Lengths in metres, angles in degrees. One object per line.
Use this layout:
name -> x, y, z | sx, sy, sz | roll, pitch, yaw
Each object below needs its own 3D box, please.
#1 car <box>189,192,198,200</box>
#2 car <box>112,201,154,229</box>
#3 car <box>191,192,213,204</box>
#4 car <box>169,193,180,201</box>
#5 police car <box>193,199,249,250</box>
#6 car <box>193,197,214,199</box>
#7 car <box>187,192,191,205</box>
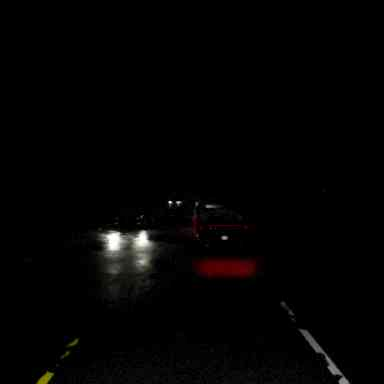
car -> 0.288, 0.791, 69.247 | 1.837, 1.490, 4.892 | 0, 0, 0
car -> -3.516, 1.299, 20.444 | 1.882, 1.535, 5.008 | 0, 0, 0
car -> 1.171, 1.094, 29.614 | 2.097, 1.767, 4.553 | 0, 0, 0
car -> -3.267, 0.973, 62.996 | 1.837, 1.490, 4.892 | 0, 1, 1
police car -> 1.105, 1.304, 13.753 | 1.930, 1.638, 5.238 | 0, 0, 0
car -> 1.147, 1.320, 23.645 | 1.812, 1.442, 4.674 | 0, 0, 0
car -> 0.200, 1.067, 48.037 | 1.882, 1.535, 5.008 | 0, 0, 0
